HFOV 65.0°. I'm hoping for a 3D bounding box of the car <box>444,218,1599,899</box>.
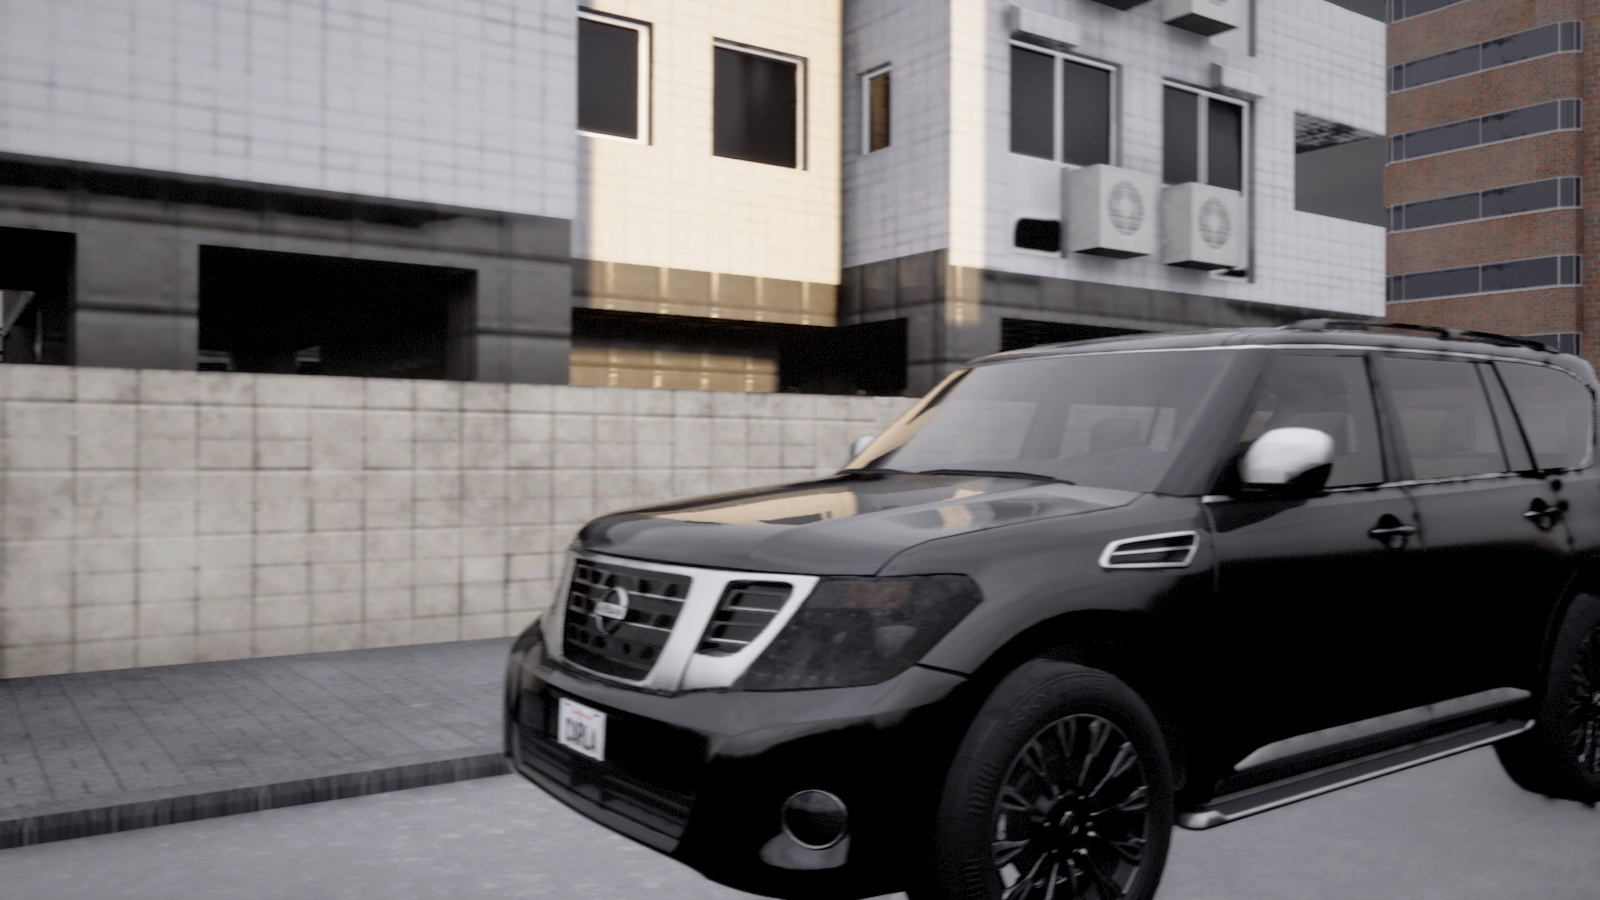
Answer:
[{"bbox_3d":[1.580,0.481,5.370,5.566,2.045,2.150,0,0,-35],"label":"car"}]
